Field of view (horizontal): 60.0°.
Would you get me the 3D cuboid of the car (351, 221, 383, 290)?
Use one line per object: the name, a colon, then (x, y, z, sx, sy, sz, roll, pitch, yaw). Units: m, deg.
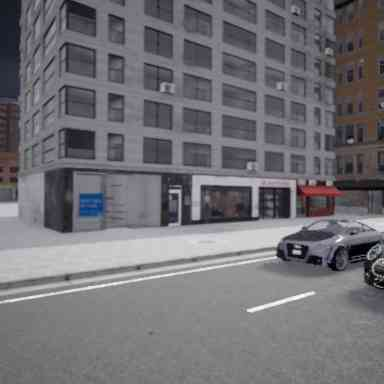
car: (6.180, 1.402, 8.099, 4.553, 1.767, 2.097, 0, 0, -36)

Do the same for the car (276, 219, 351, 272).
car: (4.746, 1.616, 11.070, 4.181, 1.385, 1.994, 0, 0, -36)
